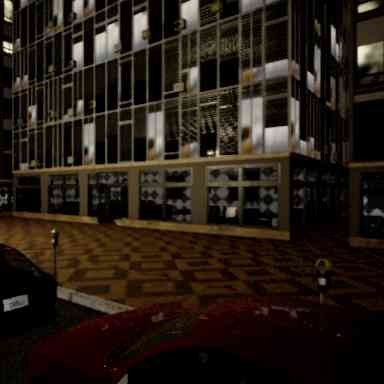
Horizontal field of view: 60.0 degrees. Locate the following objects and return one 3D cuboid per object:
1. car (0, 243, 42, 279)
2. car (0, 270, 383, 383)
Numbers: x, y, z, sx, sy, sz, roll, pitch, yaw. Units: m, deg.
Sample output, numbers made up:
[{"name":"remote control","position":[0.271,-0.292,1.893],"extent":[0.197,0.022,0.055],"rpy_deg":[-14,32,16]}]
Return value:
[{"name":"car","position":[-4.112,1.565,5.807],"extent":[4.313,1.339,1.947],"rpy_deg":[0,0,36]},{"name":"car","position":[0.502,1.545,2.515],"extent":[4.507,1.381,1.887],"rpy_deg":[0,0,36]}]
